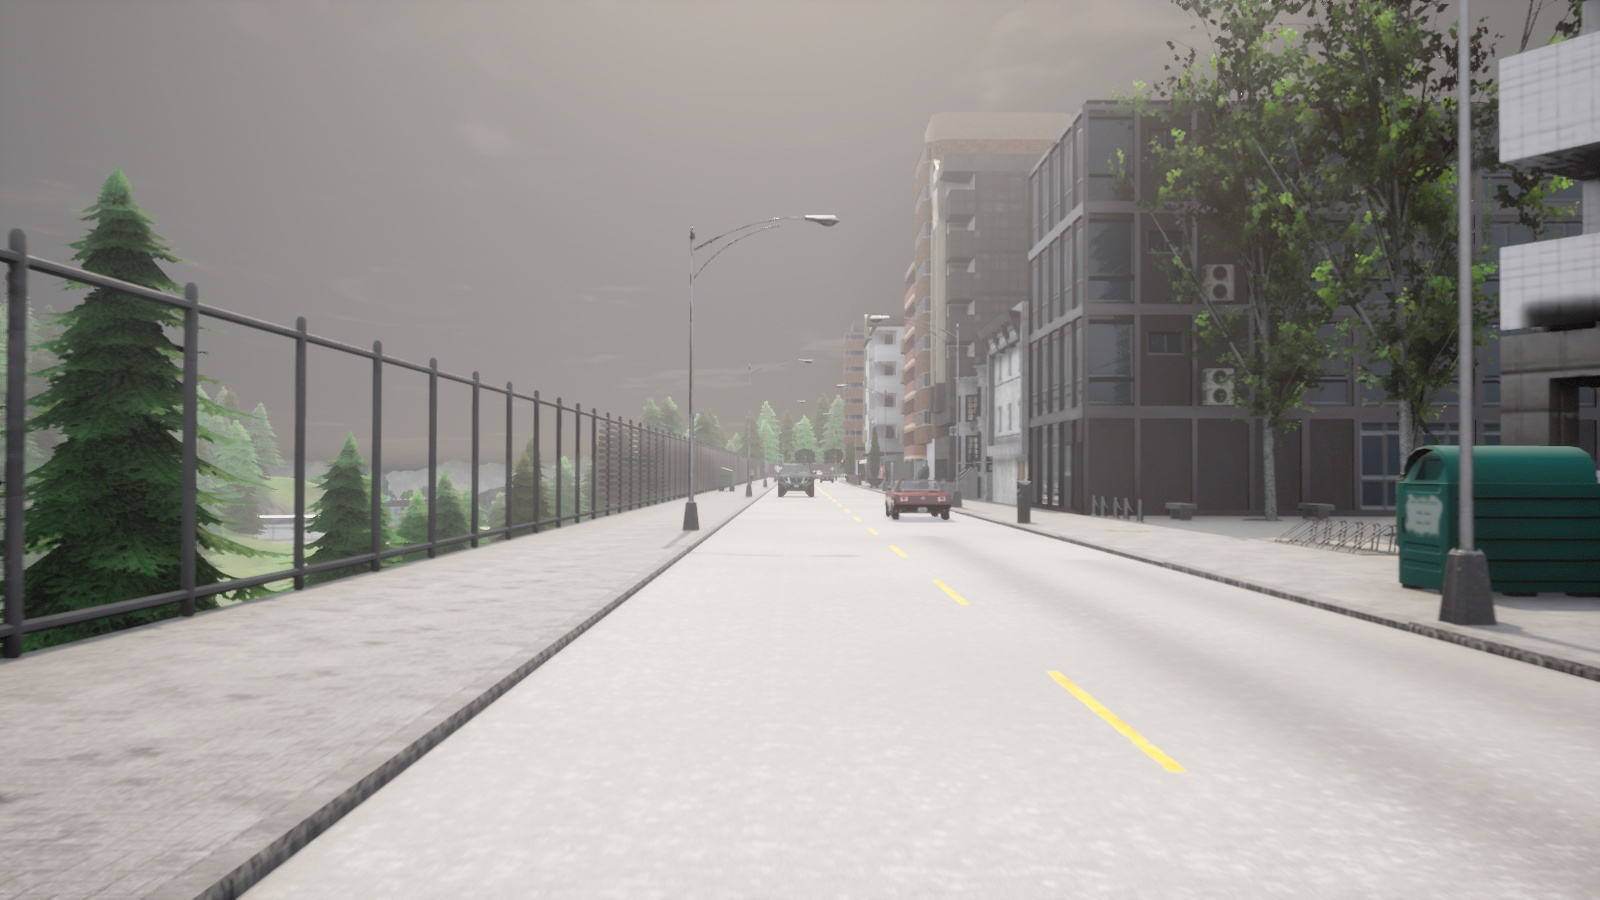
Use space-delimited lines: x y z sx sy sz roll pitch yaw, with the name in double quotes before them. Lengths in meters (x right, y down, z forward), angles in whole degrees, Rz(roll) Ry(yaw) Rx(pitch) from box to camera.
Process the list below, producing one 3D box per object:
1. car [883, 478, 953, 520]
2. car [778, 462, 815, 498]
"car" 3.881 1.597 42.033 1.895 1.301 4.718 0 -1 0
"car" -0.214 1.795 75.999 2.150 2.045 5.566 0 -1 0
